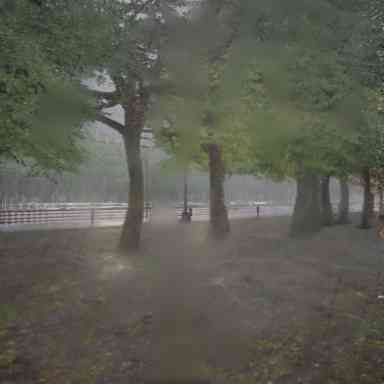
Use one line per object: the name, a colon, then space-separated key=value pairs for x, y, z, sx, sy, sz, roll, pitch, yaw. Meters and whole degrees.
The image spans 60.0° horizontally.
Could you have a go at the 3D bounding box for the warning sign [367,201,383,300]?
warning sign: x=4.292 y=1.131 z=6.367 sx=1.060 sy=1.860 sz=1.300 roll=0 pitch=1 yaw=-36
